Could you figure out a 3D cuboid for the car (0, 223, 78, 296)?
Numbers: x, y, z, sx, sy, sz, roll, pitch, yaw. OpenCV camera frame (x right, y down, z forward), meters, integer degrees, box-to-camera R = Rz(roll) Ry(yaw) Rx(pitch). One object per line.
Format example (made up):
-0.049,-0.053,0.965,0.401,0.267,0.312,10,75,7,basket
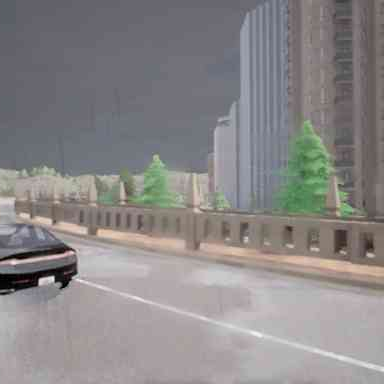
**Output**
-4.637,1.508,8.045,4.902,1.511,2.128,0,0,41,car
